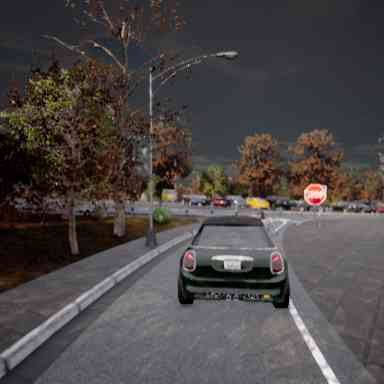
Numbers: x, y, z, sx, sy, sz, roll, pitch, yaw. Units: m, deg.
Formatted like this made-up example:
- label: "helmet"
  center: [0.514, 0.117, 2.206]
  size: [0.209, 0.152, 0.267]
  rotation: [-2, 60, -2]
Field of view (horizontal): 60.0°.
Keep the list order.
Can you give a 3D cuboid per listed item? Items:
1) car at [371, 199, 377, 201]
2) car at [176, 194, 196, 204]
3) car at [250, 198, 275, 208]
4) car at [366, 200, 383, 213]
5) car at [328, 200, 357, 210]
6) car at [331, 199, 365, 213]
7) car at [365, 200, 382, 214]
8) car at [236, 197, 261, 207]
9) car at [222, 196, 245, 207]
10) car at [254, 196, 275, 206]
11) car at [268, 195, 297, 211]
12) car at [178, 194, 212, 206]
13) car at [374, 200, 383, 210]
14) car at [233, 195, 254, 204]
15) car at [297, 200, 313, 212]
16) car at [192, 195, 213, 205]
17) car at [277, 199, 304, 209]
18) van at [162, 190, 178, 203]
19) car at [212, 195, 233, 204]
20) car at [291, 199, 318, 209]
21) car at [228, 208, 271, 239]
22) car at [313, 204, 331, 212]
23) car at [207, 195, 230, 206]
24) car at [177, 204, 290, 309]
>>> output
- label: "car"
  center: [29.540, 2.415, 49.807]
  size: [2.185, 1.767, 4.553]
  rotation: [2, 0, -17]
- label: "car"
  center: [-1.062, 1.080, 54.240]
  size: [2.002, 1.452, 4.674]
  rotation: [4, -1, -17]
- label: "car"
  center: [12.276, 1.880, 58.216]
  size: [2.163, 1.488, 4.792]
  rotation: [3, 0, -17]
- label: "car"
  center: [26.867, 2.475, 49.004]
  size: [2.163, 1.488, 4.792]
  rotation: [2, 0, -17]
- label: "car"
  center: [28.337, 2.501, 62.878]
  size: [1.946, 1.575, 5.366]
  rotation: [2, 0, -17]
- label: "car"
  center: [21.555, 2.104, 47.344]
  size: [2.185, 1.767, 4.553]
  rotation: [2, 0, -17]
- label: "car"
  center: [24.216, 2.371, 48.147]
  size: [2.163, 1.488, 4.792]
  rotation: [2, 0, -17]
- label: "car"
  center: [9.676, 1.710, 57.659]
  size: [1.946, 1.575, 5.366]
  rotation: [3, 0, -17]
- label: "car"
  center: [7.003, 1.556, 56.855]
  size: [1.946, 1.575, 5.366]
  rotation: [3, 0, -17]
- label: "car"
  center: [8.206, 1.521, 43.360]
  size: [2.097, 1.535, 5.008]
  rotation: [3, 0, -17]
- label: "car"
  center: [10.881, 1.432, 44.197]
  size: [2.435, 2.045, 5.566]
  rotation: [3, 0, -17]
- label: "car"
  center: [0.231, 1.022, 40.938]
  size: [2.163, 1.488, 4.792]
  rotation: [4, -1, -17]
- label: "car"
  center: [38.963, 2.641, 66.293]
  size: [2.185, 1.767, 4.553]
  rotation: [1, 0, -17]
- label: "car"
  center: [5.546, 1.224, 42.598]
  size: [2.185, 1.767, 4.553]
  rotation: [4, -1, -17]
- label: "car"
  center: [13.544, 1.838, 44.964]
  size: [2.231, 1.521, 4.892]
  rotation: [3, 0, -17]
- label: "car"
  center: [1.600, 1.259, 55.040]
  size: [2.002, 1.452, 4.674]
  rotation: [4, -1, -17]
- label: "car"
  center: [17.611, 2.103, 59.844]
  size: [2.097, 1.535, 5.008]
  rotation: [2, 0, -17]
- label: "van"
  center: [-3.563, 0.646, 53.351]
  size: [1.878, 1.987, 4.442]
  rotation: [4, 0, -17]
- label: "car"
  center: [2.874, 1.201, 41.794]
  size: [2.163, 1.488, 4.792]
  rotation: [4, -1, -17]
- label: "car"
  center: [20.403, 2.222, 60.682]
  size: [2.231, 1.521, 4.892]
  rotation: [2, 0, -17]
- label: "car"
  center: [3.345, 1.643, 18.640]
  size: [1.895, 1.301, 4.718]
  rotation: [0, 0, 16]
- label: "car"
  center: [16.207, 2.009, 45.740]
  size: [2.163, 1.488, 4.792]
  rotation: [3, 0, -17]
- label: "car"
  center: [4.377, 1.428, 55.902]
  size: [2.163, 1.488, 4.792]
  rotation: [4, -1, -17]
- label: "car"
  center: [1.008, 1.337, 8.081]
  size: [2.097, 1.767, 4.553]
  rotation: [0, 0, 8]
